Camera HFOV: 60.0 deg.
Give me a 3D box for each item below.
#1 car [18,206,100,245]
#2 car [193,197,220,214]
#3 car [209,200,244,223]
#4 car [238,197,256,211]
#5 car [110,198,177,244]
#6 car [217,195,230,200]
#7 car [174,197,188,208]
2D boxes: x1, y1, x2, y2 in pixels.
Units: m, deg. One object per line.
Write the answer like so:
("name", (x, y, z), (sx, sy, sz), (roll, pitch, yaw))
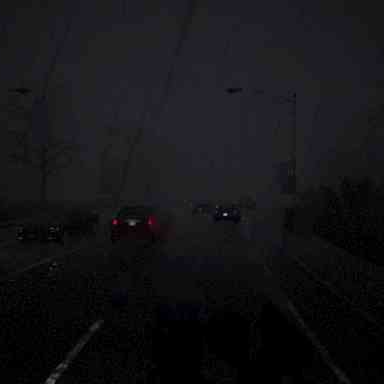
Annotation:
("car", (-6.057, 1.472, 15.696), (1.882, 1.535, 5.008), (0, 0, 7))
("car", (1.384, 1.552, 35.568), (1.812, 1.442, 4.674), (0, 0, 14))
("car", (2.756, 1.590, 25.735), (1.994, 1.385, 4.181), (0, 0, 10))
("car", (6.749, 1.402, 41.519), (2.097, 1.767, 4.553), (0, 0, 17))
("car", (-2.277, 1.357, 16.113), (2.097, 1.767, 4.553), (0, 0, 6))
("car", (5.027, 1.397, 57.594), (2.097, 1.767, 4.553), (0, 0, 23))
("car", (-2.084, 1.492, 48.899), (1.882, 1.535, 5.008), (0, 0, 19))
